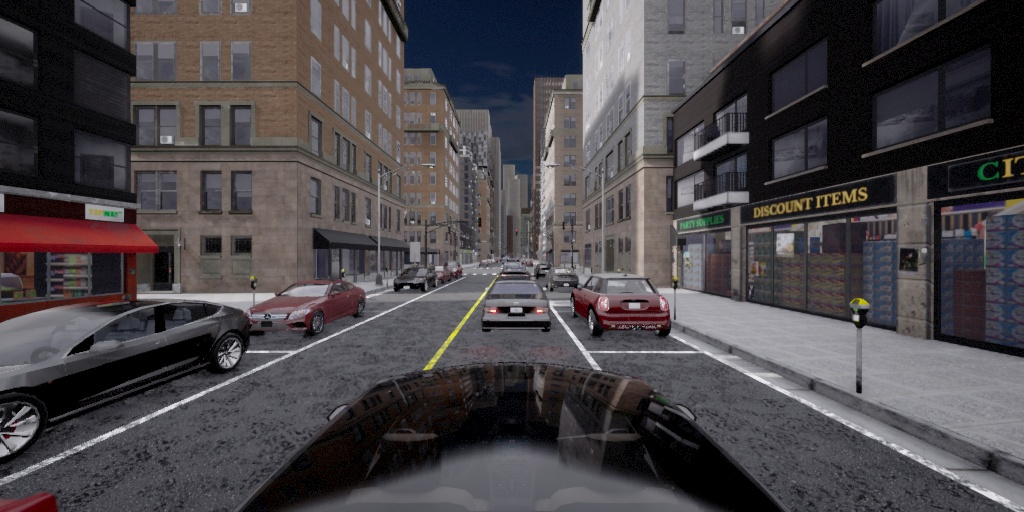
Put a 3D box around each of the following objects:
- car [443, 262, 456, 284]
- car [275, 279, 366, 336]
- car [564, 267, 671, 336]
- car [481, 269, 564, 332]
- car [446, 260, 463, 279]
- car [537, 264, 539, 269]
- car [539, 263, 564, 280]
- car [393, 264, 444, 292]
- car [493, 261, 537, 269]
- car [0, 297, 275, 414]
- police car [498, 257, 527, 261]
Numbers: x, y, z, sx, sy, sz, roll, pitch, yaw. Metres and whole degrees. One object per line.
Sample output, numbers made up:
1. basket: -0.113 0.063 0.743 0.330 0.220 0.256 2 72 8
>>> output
1. car: -5.604 1.333 26.864 1.802 1.307 4.207 0 0 0
2. car: -5.648 1.331 10.361 1.802 1.307 4.207 0 0 0
3. car: 2.878 1.189 10.337 1.967 1.591 4.097 0 0 0
4. car: 0.119 1.297 10.811 2.033 1.411 5.357 0 0 0
5. car: -5.588 1.192 32.366 1.967 1.591 4.097 0 0 0
6. car: 2.937 1.318 32.342 1.948 1.339 4.313 0 0 0
7. car: 2.907 1.301 21.340 2.007 1.370 4.403 0 0 0
8. car: -5.618 1.316 21.363 1.948 1.339 4.313 0 0 0
9. car: 0.149 1.242 21.334 2.128 1.511 4.902 0 0 0
10. car: -5.663 1.315 4.859 1.948 1.339 4.313 0 0 0
11. police car: 0.076 1.177 31.353 1.930 1.638 5.238 0 0 0
